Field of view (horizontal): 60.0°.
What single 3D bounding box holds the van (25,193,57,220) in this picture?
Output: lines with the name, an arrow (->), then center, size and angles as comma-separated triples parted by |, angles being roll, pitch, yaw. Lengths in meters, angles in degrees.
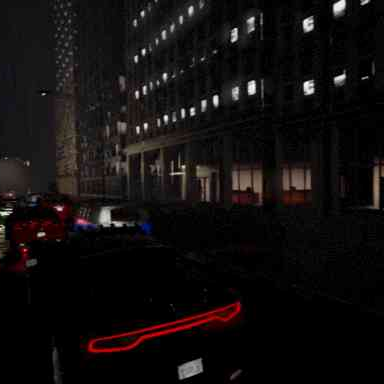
van -> -11.547, 1.008, 25.364 | 1.690, 1.788, 3.998 | -3, 2, -31

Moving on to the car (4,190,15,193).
car -> -35.105, 0.637, 64.252 | 2.192, 1.841, 5.009 | -3, 2, -31

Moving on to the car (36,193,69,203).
car -> -8.603, 1.025, 20.501 | 2.192, 1.841, 5.009 | -3, 2, -31

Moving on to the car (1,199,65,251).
car -> -6.484, 1.301, 13.579 | 1.882, 1.535, 5.008 | -2, 2, -31

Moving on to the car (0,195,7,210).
car -> -22.027, 1.163, 37.563 | 1.812, 1.442, 4.674 | -2, 2, -31

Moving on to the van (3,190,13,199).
van -> -40.993, 0.576, 73.975 | 1.690, 1.788, 3.998 | -3, 2, -31

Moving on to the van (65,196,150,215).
van -> -2.712, 1.137, 10.780 | 1.690, 1.788, 3.998 | -3, 2, -31

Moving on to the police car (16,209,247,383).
police car -> -1.361, 1.323, 5.118 | 1.930, 1.638, 5.238 | -2, 2, -31

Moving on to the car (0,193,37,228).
car -> -10.087, 1.147, 18.522 | 2.097, 1.767, 4.553 | -2, 1, -23

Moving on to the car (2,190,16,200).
car -> -38.050, 0.593, 69.114 | 2.192, 1.841, 5.009 | -3, 2, -31

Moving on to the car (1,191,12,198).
car -> -43.935, 0.631, 78.839 | 1.967, 1.590, 4.097 | -3, 2, -31
